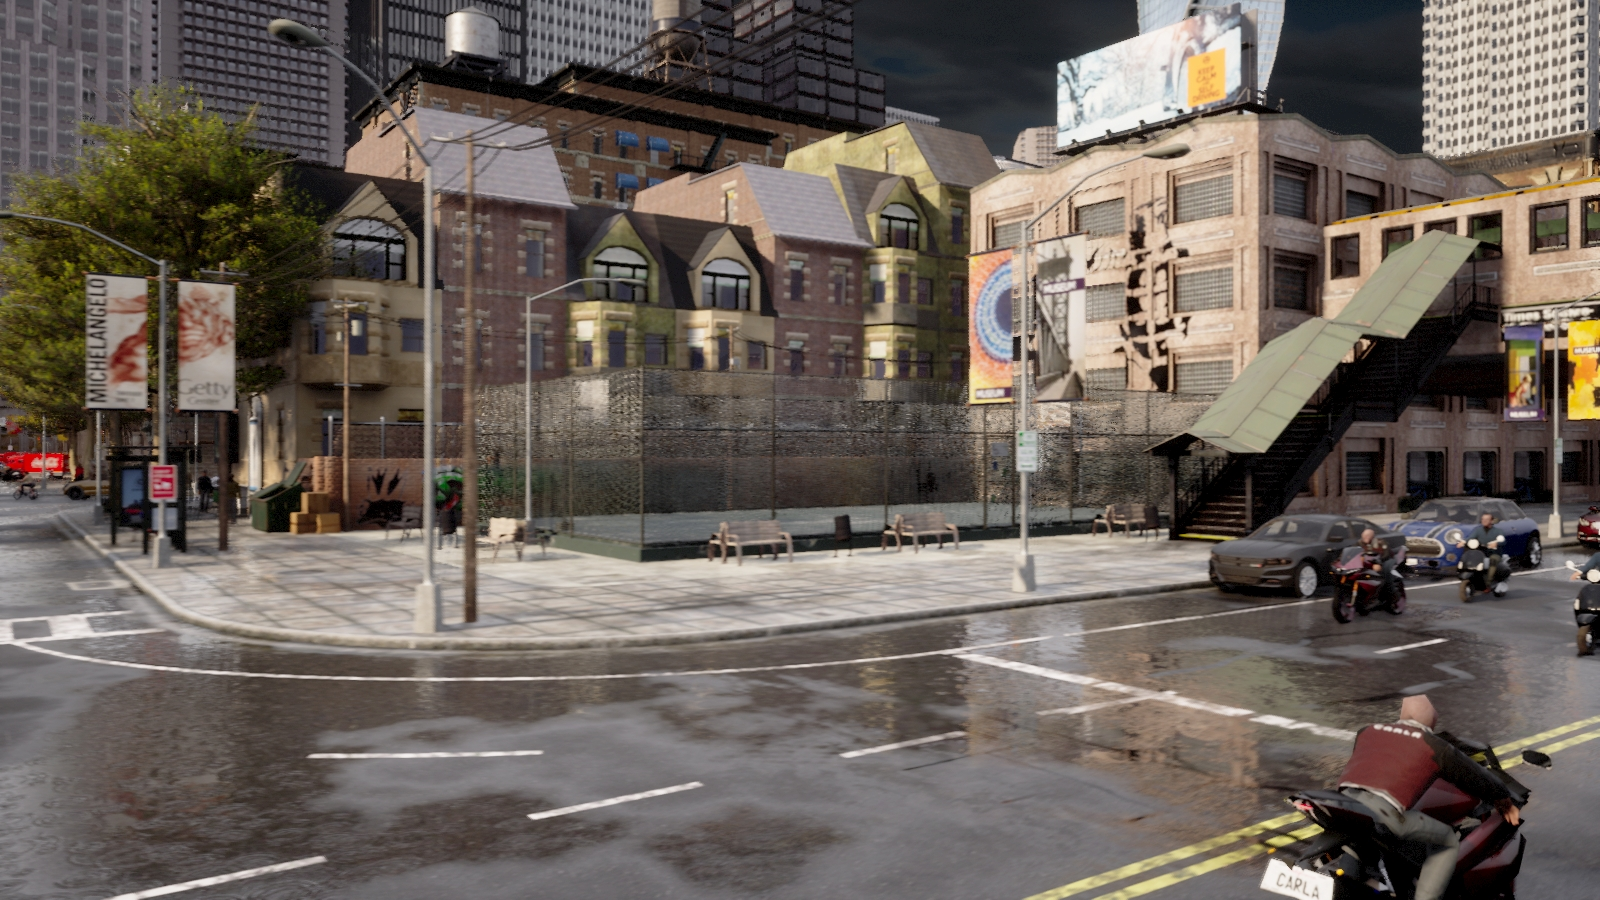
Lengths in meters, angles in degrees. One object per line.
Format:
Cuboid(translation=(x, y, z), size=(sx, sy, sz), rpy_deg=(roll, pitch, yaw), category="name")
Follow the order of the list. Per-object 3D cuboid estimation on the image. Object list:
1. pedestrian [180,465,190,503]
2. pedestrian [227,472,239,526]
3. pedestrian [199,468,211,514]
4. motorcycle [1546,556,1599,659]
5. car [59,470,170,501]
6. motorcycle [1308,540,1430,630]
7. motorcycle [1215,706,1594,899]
Cuboid(translation=(-30.780, 1.696, 57.202), size=(0.375, 1.860, 0.375), rpy_deg=(0, 0, -15), category="pedestrian")
Cuboid(translation=(-19.811, 1.696, 39.916), size=(0.375, 1.860, 0.375), rpy_deg=(0, 0, -28), category="pedestrian")
Cuboid(translation=(-24.740, 1.696, 47.491), size=(0.375, 1.860, 0.375), rpy_deg=(0, 0, -36), category="pedestrian")
Cuboid(translation=(11.318, 2.182, 16.004), size=(1.805, 1.236, 0.856), rpy_deg=(0, 0, -35), category="motorcycle")
Cuboid(translation=(-38.788, 1.992, 64.807), size=(5.027, 1.651, 2.152), rpy_deg=(0, 0, -18), category="car")
Cuboid(translation=(9.473, 2.205, 18.986), size=(2.209, 1.251, 0.867), rpy_deg=(0, 0, -35), category="motorcycle")
Cuboid(translation=(3.258, 2.205, 6.069), size=(2.209, 1.251, 0.867), rpy_deg=(0, 0, -35), category="motorcycle")
